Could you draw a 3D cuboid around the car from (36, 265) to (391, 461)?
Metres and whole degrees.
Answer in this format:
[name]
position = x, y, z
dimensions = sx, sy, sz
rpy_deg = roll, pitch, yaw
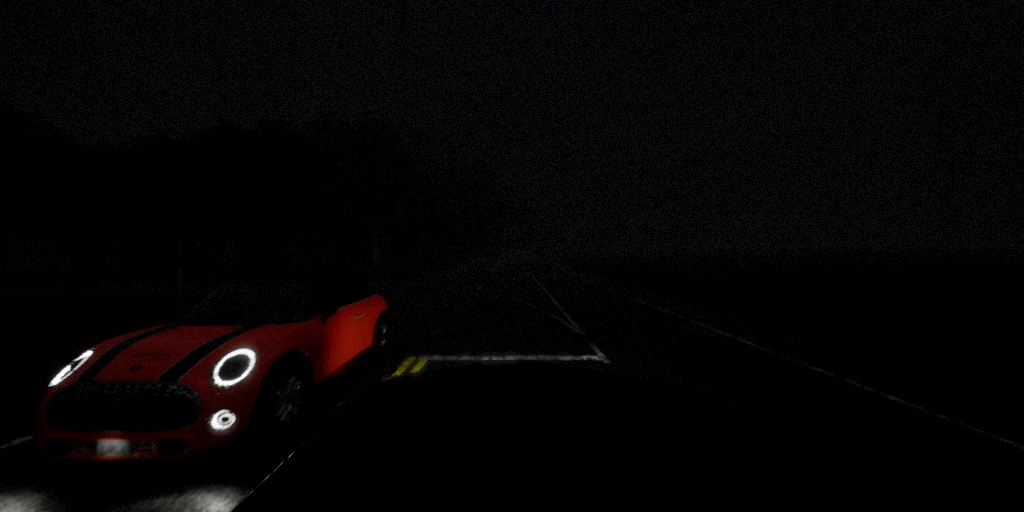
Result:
[car]
position = -3.508, 1.064, 5.384
dimensions = 2.097, 1.767, 4.553
rpy_deg = 0, 1, 0
